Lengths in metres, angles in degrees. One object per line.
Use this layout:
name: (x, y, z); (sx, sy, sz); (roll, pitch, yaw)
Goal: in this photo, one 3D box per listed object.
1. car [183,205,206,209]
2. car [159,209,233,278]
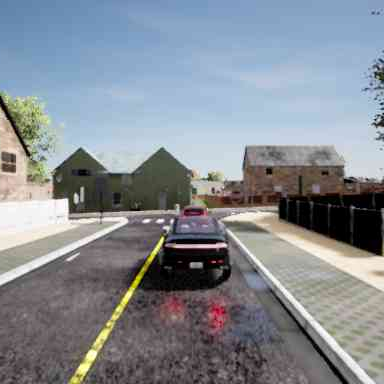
car: (0.150, 1.480, 19.253); (1.812, 1.442, 4.674); (0, 0, 2)
car: (0.102, 1.465, 10.023); (2.128, 1.511, 4.902); (0, 0, 0)
